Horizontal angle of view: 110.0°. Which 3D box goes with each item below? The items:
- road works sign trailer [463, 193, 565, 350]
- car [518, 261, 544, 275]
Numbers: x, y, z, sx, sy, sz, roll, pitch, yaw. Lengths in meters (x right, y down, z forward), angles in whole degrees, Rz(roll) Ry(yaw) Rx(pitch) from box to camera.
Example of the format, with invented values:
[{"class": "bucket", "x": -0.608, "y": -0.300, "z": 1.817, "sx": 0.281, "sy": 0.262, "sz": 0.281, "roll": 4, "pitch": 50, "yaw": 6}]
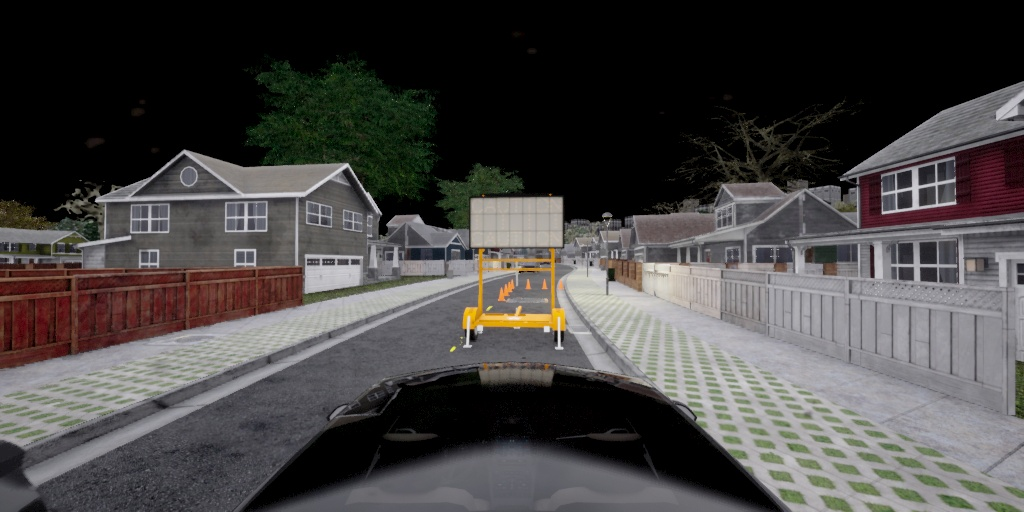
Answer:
[{"class": "road works sign trailer", "x": 0.130, "y": 0.219, "z": 9.167, "sx": 2.380, "sy": 3.560, "sz": 2.880, "roll": 0, "pitch": 0, "yaw": 5}, {"class": "car", "x": 2.033, "y": 1.368, "z": 41.246, "sx": 2.033, "sy": 1.411, "sz": 5.357, "roll": 0, "pitch": 0, "yaw": 13}]
